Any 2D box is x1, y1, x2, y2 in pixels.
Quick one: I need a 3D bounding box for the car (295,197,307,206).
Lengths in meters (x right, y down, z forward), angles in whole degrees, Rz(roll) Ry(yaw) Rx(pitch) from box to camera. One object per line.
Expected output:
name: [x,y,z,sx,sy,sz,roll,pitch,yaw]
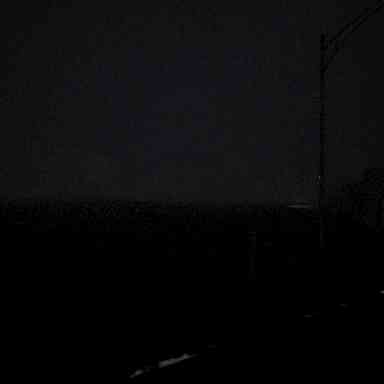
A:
car: [19.672,1.686,59.988,1.882,1.535,5.008,0,0,17]
